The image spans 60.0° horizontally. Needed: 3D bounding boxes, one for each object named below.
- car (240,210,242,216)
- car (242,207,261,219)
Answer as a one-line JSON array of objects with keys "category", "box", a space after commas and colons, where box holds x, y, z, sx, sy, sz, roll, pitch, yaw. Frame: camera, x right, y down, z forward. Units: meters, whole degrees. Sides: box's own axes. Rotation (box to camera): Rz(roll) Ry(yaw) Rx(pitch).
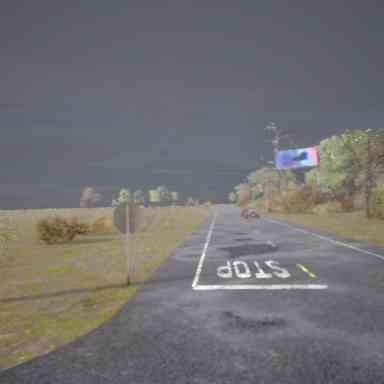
[{"category": "car", "box": [9.082, 3.281, 54.706, 1.837, 1.490, 4.892, -2, -2, 5]}, {"category": "car", "box": [8.508, 3.047, 47.329, 1.812, 1.442, 4.674, -2, -2, 5]}]
